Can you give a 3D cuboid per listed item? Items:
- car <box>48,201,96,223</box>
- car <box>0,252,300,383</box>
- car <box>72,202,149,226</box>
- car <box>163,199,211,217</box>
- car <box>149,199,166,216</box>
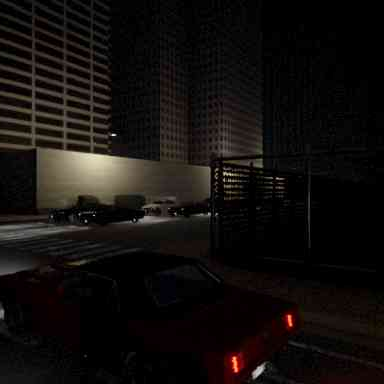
[{"bbox_3d":[-8.277,1.436,25.016,2.128,1.511,4.902,0,0,35],"label":"car"},{"bbox_3d":[-1.025,1.601,4.937,4.718,1.301,1.895,0,0,38],"label":"car"},{"bbox_3d":[-5.463,1.545,22.933,1.895,1.301,4.718,0,0,35],"label":"car"},{"bbox_3d":[-0.152,1.545,30.409,1.895,1.301,4.718,0,0,35],"label":"car"},{"bbox_3d":[-2.907,1.470,32.549,1.812,1.442,4.674,0,0,35],"label":"car"}]
